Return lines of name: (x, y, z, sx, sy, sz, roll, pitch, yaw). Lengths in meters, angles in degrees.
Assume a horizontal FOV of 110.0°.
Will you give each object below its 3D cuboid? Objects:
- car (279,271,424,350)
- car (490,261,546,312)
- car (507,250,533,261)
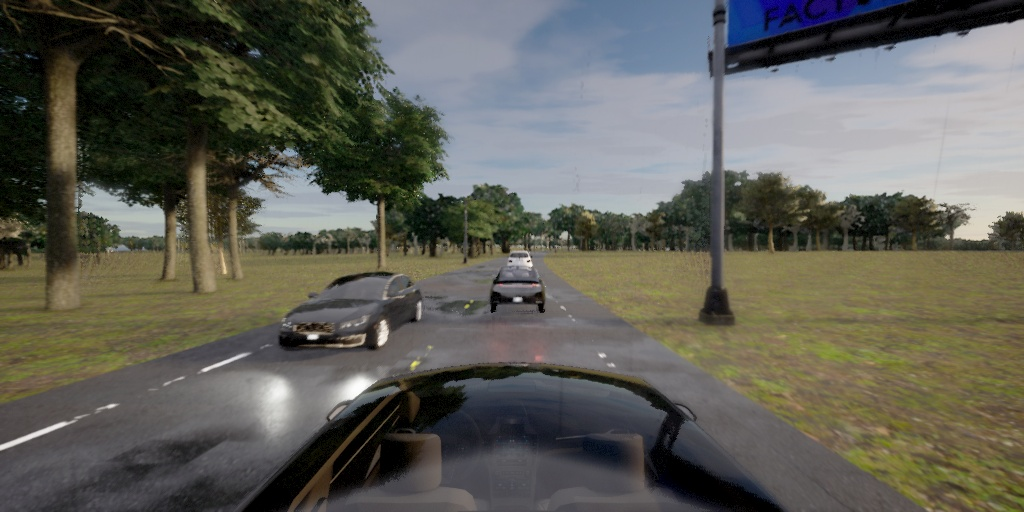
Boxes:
car: (-3.545, 1.173, 8.854, 1.837, 1.490, 4.892, 0, 1, 1)
car: (0.209, 1.106, 13.489, 2.128, 1.511, 4.902, 0, 1, 1)
car: (0.733, 0.559, 33.219, 2.150, 2.045, 5.566, 0, 1, 2)
